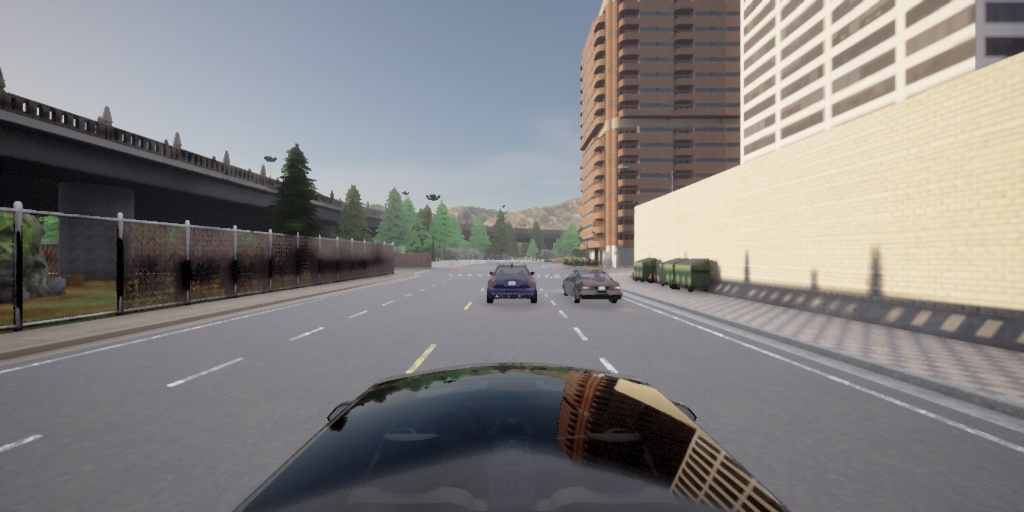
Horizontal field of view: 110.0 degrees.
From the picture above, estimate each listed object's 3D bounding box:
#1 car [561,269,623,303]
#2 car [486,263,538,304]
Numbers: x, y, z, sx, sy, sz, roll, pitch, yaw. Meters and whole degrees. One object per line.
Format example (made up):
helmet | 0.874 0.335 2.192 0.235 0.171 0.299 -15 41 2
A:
car | 3.500 1.310 16.500 2.033 1.411 5.357 0 0 0
car | 0.000 1.113 16.470 2.097 1.767 4.553 0 0 0
